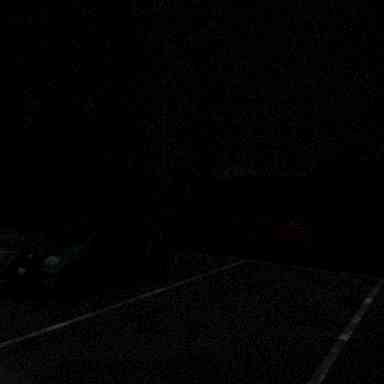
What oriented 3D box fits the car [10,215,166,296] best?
[{"bbox_3d":[-2.516,1.466,8.786,1.851,1.617,3.988,0,0,35],"label":"car"}]
